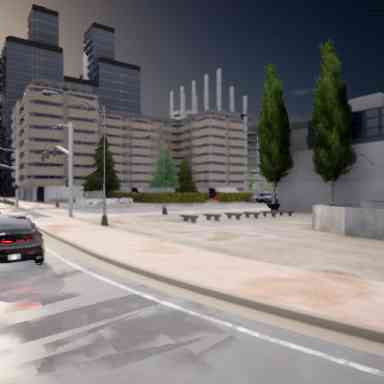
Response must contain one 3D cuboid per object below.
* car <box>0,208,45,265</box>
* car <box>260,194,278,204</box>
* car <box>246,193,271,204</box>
[{"bbox_3d":[-6.247,1.503,11.000,1.837,1.490,4.892,0,0,-36],"label":"car"},{"bbox_3d":[15.091,1.482,59.442,4.892,1.490,1.837,0,0,-34],"label":"car"},{"bbox_3d":[12.117,1.453,61.649,5.008,1.535,1.882,0,0,-34],"label":"car"}]
